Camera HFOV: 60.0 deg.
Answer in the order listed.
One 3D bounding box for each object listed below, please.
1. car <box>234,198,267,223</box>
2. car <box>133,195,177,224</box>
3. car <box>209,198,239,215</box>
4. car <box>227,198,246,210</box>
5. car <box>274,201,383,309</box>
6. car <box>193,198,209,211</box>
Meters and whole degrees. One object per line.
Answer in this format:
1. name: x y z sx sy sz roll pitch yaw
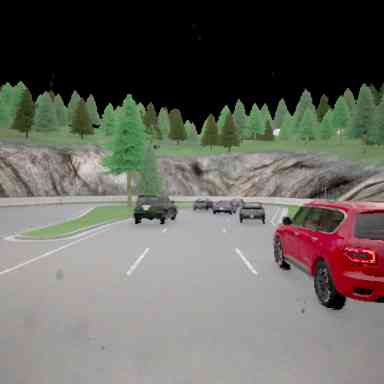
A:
1. car: 4.732 1.493 25.770 2.128 1.511 4.902 0 0 12
2. car: -2.631 1.219 24.909 2.150 2.045 5.566 0 0 9
3. car: 3.426 1.564 34.360 1.994 1.385 4.181 0 0 15
4. car: 6.009 1.547 44.111 2.033 1.411 5.357 0 0 12
5. car: 3.604 1.222 8.010 2.150 2.045 5.566 0 0 0
6. car: 1.508 1.491 40.595 2.128 1.511 4.902 0 0 15
